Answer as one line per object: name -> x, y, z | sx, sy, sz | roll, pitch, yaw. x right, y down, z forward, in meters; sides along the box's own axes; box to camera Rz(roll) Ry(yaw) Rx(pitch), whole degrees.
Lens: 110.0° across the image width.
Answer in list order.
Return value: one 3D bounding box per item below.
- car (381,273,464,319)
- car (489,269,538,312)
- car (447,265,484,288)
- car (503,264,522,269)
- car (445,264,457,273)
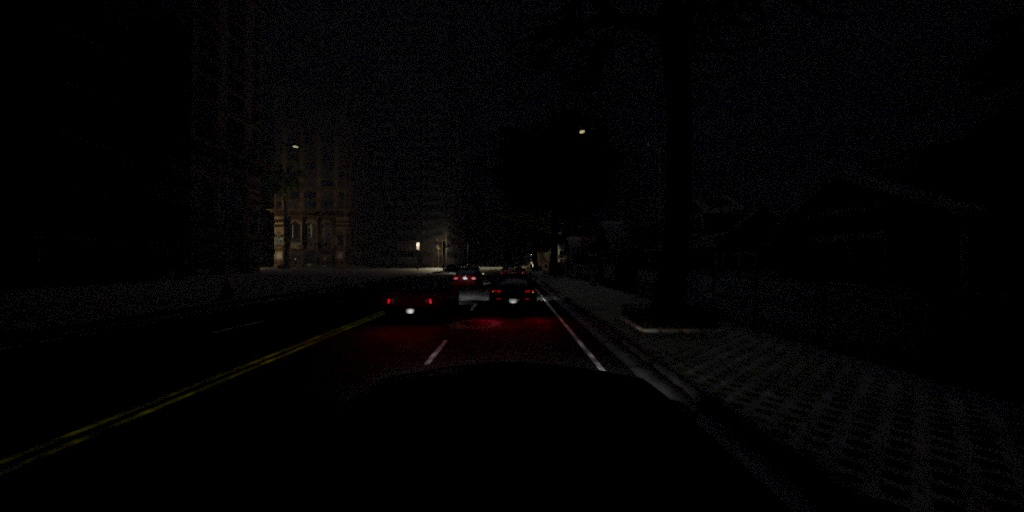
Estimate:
car -> -3.204, 1.490, 13.580 | 1.895, 1.301, 4.718 | 0, -1, 1
car -> 0.054, 1.430, 14.902 | 1.812, 1.442, 4.674 | 0, 0, 0
car -> -3.211, 1.605, 27.031 | 2.033, 1.411, 5.357 | 0, -1, 1
car -> 0.058, 1.435, 29.126 | 2.097, 1.767, 4.553 | 0, -1, 1
car -> -9.768, 2.043, 59.387 | 2.033, 1.411, 5.357 | 0, -1, 1
